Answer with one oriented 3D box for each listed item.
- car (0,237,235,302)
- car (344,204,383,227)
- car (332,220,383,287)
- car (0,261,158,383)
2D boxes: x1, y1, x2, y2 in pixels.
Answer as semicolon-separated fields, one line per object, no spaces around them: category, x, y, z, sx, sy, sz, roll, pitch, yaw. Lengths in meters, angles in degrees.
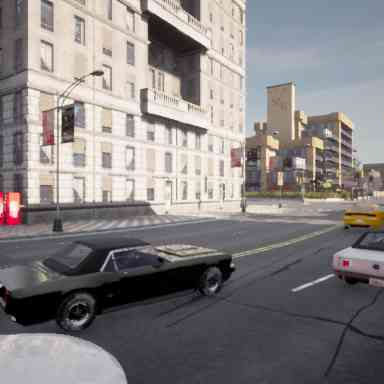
car;-1.317;1.595;6.839;4.718;1.301;1.895;0;0;-39
car;10.842;1.468;20.551;1.882;1.535;5.008;0;0;37
car;5.437;1.598;8.506;4.718;1.301;1.895;0;0;-45
car;-2.600;1.524;1.687;4.674;1.442;1.812;0;0;-33
